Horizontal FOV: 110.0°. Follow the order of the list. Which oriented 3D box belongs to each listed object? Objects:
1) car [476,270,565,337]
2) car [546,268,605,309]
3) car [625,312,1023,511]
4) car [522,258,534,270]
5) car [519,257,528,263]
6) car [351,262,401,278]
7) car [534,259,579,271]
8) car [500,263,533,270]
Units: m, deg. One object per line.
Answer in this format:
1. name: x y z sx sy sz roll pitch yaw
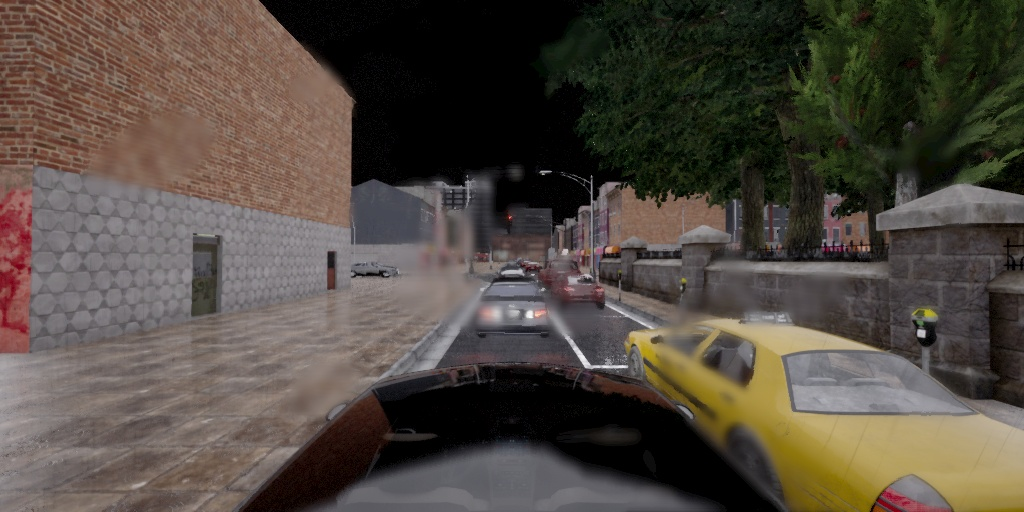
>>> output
1. car: 0.063 1.300 10.241 2.033 1.411 5.357 0 0 0
2. car: 2.633 1.338 14.723 1.802 1.307 4.207 0 0 0
3. car: 2.639 1.276 3.995 1.751 1.417 4.829 0 0 0
4. car: 2.613 1.356 46.601 1.888 1.381 4.507 0 0 0
5. car: 2.603 1.403 62.913 1.888 1.381 4.507 0 0 0
6. car: -12.393 1.234 31.733 4.902 1.511 2.128 0 -1 0
7. car: 2.629 1.077 20.172 2.192 1.841 5.009 0 0 0
8. car: 0.015 1.287 19.953 1.812 1.442 4.674 0 0 1
